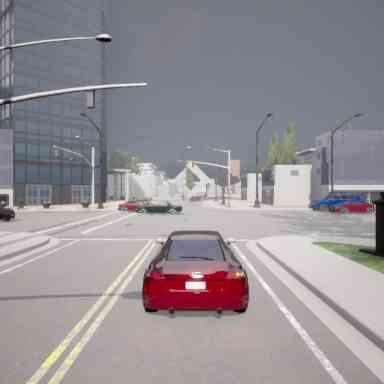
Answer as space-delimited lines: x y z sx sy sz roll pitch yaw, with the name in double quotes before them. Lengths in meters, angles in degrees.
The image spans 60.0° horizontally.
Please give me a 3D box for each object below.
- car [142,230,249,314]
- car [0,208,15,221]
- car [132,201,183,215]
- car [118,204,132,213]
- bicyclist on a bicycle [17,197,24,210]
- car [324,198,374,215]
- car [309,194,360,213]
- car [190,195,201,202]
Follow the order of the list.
"car" 0.075 1.564 7.685 1.994 1.385 4.181 0 0 0
"car" -16.597 1.587 26.143 5.008 1.535 1.882 -1 0 0
"car" -3.278 1.627 33.439 4.718 1.301 1.895 0 0 0
"car" -5.791 1.631 36.919 4.718 1.301 1.895 0 0 0
"bicyclist on a bicycle" -21.975 1.466 42.578 0.582 1.620 1.656 -1 0 0
"car" 15.994 1.543 33.473 4.181 1.385 1.994 0 0 -3
"car" 16.036 1.196 37.084 5.566 2.045 2.150 0 0 0
"car" 0.785 1.524 77.306 1.812 1.442 4.674 0 0 12
